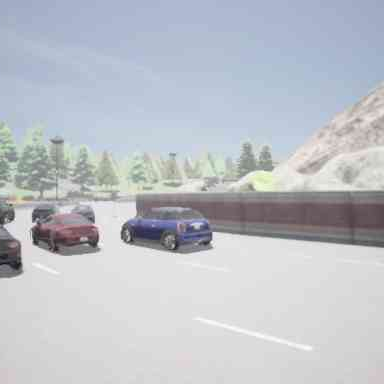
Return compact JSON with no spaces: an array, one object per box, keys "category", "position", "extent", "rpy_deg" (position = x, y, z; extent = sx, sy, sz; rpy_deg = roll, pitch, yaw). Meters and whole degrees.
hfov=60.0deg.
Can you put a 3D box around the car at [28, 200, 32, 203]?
[{"category":"car","position":[-34.083,2.086,73.573],"extent":[1.994,1.385,4.181],"rpy_deg":[-1,0,28]}]

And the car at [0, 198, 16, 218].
[{"category":"car","position":[-16.100,1.549,27.188],"extent":[2.150,2.045,5.566],"rpy_deg":[-1,0,-17]}]

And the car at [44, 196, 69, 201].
[{"category":"car","position":[-28.073,1.982,69.978],"extent":[1.812,1.442,4.674],"rpy_deg":[-1,0,28]}]

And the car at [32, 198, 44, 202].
[{"category":"car","position":[-31.193,1.853,71.575],"extent":[2.097,1.767,4.553],"rpy_deg":[-1,0,28]}]

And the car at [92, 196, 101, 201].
[{"category":"car","position":[-22.364,1.772,84.751],"extent":[1.994,1.385,4.181],"rpy_deg":[-1,1,36]}]

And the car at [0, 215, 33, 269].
[{"category":"car","position":[-6.877,1.660,10.659],"extent":[1.812,1.442,4.674],"rpy_deg":[0,0,-42]}]

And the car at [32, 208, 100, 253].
[{"category":"car","position":[-5.644,1.677,14.640],"extent":[1.812,1.442,4.674],"rpy_deg":[0,0,-39]}]

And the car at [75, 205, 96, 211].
[{"category":"car","position":[-9.192,1.822,28.250],"extent":[2.033,1.411,5.357],"rpy_deg":[0,0,-18]}]

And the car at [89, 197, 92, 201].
[{"category":"car","position":[-25.198,1.737,86.806],"extent":[1.882,1.535,5.008],"rpy_deg":[-1,1,36]}]

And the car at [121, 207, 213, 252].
[{"category":"car","position":[-1.259,1.464,14.842],"extent":[2.097,1.767,4.553],"rpy_deg":[0,-1,-44]}]

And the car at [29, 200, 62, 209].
[{"category":"car","position":[-13.338,1.832,30.599],"extent":[1.837,1.490,4.892],"rpy_deg":[-1,0,-14]}]

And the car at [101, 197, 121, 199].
[{"category":"car","position":[-19.288,1.710,83.032],"extent":[2.033,1.411,5.357],"rpy_deg":[-1,1,36]}]
